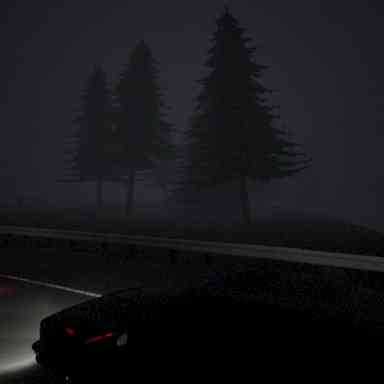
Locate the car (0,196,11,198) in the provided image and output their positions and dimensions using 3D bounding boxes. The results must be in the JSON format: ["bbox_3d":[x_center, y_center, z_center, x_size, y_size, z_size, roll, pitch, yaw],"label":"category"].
[{"bbox_3d":[-39.250,1.540,72.309,2.033,1.411,5.357,0,0,5],"label":"car"}]

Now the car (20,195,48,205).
[{"bbox_3d":[-27.441,1.351,57.985,2.097,1.767,4.553,0,0,13],"label":"car"}]

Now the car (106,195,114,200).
[{"bbox_3d":[-22.594,1.478,91.437,1.882,1.535,5.008,0,0,-11],"label":"car"}]

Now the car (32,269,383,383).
[{"bbox_3d":[0.724,1.547,3.214,5.357,1.411,2.033,0,0,34],"label":"car"}]

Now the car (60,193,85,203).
[{"bbox_3d":[-22.866,1.491,62.758,2.128,1.511,4.902,0,0,10],"label":"car"}]

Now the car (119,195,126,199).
[{"bbox_3d":[-18.943,1.540,90.734,2.033,1.411,5.357,0,0,-11],"label":"car"}]

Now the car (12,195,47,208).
[{"bbox_3d":[-22.858,1.351,47.648,2.097,1.767,4.553,0,0,15],"label":"car"}]
